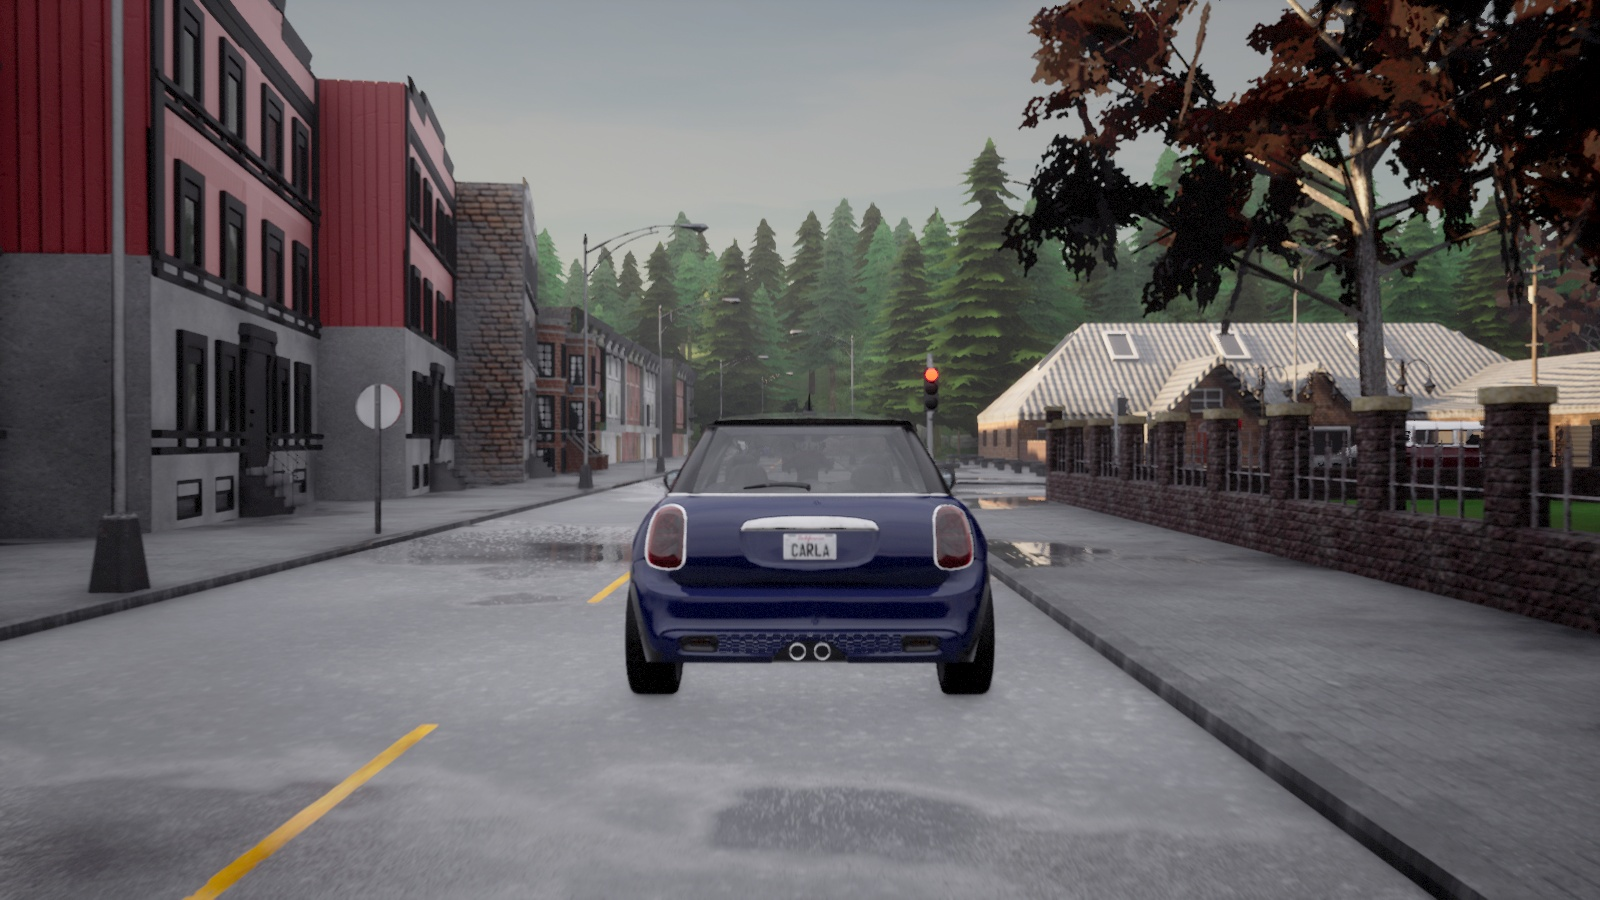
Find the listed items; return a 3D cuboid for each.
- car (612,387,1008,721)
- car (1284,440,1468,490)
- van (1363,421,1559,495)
[{"bbox_3d":[0.066,0.535,8.927,2.097,1.767,4.553,0,0,0],"label":"car"},{"bbox_3d":[18.064,0.458,39.557,4.892,1.490,1.837,1,1,4],"label":"car"},{"bbox_3d":[18.732,0.205,35.729,4.480,2.038,2.069,0,0,-1],"label":"van"}]
